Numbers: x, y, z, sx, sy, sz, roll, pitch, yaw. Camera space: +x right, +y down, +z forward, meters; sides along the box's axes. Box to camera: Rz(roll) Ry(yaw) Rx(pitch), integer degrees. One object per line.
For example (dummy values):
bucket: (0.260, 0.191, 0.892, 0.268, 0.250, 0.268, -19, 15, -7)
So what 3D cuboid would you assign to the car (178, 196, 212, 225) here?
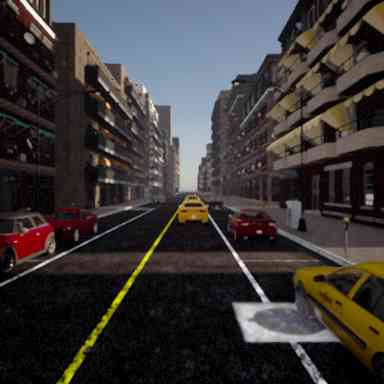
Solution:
car: (0.093, 1.324, 22.685, 1.882, 1.535, 5.008, 0, 1, 0)

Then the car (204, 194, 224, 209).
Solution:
car: (2.682, 1.293, 38.037, 2.008, 1.369, 4.403, 0, 0, 0)

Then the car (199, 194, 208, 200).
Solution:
car: (2.671, 1.053, 77.490, 1.802, 1.307, 4.206, 0, 0, 0)

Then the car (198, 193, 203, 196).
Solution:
car: (0.088, 1.197, 41.345, 1.882, 1.535, 5.008, 0, 0, 0)

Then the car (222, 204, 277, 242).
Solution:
car: (2.687, 1.440, 15.493, 1.887, 1.381, 4.507, 0, 0, 0)

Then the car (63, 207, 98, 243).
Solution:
car: (-5.693, 1.440, 15.495, 1.887, 1.381, 4.507, 0, 0, 0)

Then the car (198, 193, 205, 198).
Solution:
car: (2.667, 0.937, 94.399, 1.802, 1.307, 4.206, 0, 0, 0)

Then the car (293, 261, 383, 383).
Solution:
car: (2.690, 1.495, 4.391, 1.752, 1.417, 4.829, 0, 0, 0)

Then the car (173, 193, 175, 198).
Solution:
car: (-5.710, 0.747, 83.127, 2.192, 1.841, 5.009, 0, 0, 0)

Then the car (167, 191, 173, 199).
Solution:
car: (-5.708, 1.055, 71.856, 1.887, 1.381, 4.507, 0, 0, 0)

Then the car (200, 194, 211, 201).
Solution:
car: (2.674, 1.115, 66.218, 1.947, 1.339, 4.313, 0, 0, 0)

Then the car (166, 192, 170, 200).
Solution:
car: (-5.705, 1.138, 60.584, 2.008, 1.369, 4.403, 0, 0, 0)

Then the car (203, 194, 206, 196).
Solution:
car: (2.676, 1.112, 60.751, 1.752, 1.417, 4.829, 0, 0, 0)

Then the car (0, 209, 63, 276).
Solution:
car: (-5.691, 1.373, 9.857, 1.967, 1.590, 4.097, 0, 0, 0)

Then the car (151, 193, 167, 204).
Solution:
car: (-5.703, 1.177, 54.947, 2.008, 1.369, 4.403, 0, 0, 0)

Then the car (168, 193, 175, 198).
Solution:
car: (-5.713, 0.881, 94.229, 1.752, 1.417, 4.829, 0, 0, 0)
